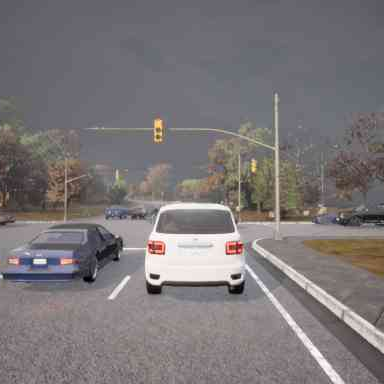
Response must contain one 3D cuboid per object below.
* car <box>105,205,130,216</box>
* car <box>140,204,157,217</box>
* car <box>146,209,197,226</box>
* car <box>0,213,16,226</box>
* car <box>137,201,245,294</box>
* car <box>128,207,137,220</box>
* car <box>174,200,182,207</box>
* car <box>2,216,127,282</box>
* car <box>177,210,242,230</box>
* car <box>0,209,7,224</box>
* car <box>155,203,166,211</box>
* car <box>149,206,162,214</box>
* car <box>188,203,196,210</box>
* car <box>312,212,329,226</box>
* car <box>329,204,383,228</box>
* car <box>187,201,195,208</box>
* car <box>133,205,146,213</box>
[{"bbox_3d":[-10.644,2.800,47.095,2.150,2.045,5.566,0,-2,-2],"label":"car"},{"bbox_3d":[-7.133,2.997,55.266,2.150,2.045,5.566,0,-1,0],"label":"car"},{"bbox_3d":[-1.935,2.484,32.633,4.902,1.511,2.128,0,-3,2],"label":"car"},{"bbox_3d":[-19.229,2.454,30.862,5.357,1.411,2.033,0,-3,10],"label":"car"},{"bbox_3d":[0.076,1.318,9.125,2.150,2.045,5.566,0,-1,0],"label":"car"},{"bbox_3d":[-7.122,3.135,45.738,1.895,1.301,4.718,0,-2,-1],"label":"car"},{"bbox_3d":[-3.661,3.077,87.387,1.882,1.535,5.008,0,0,-3],"label":"car"},{"bbox_3d":[-3.425,1.662,9.977,2.033,1.411,5.357,0,-1,0],"label":"car"},{"bbox_3d":[1.403,2.254,27.436,4.902,1.511,2.128,1,-3,-20],"label":"car"},{"bbox_3d":[-22.489,2.552,35.087,4.902,1.511,2.128,0,-2,11],"label":"car"},{"bbox_3d":[-7.058,3.367,75.885,2.033,1.411,5.357,0,0,0],"label":"car"},{"bbox_3d":[-7.090,3.469,65.187,1.895,1.301,4.718,0,0,0],"label":"car"},{"bbox_3d":[-0.060,3.318,77.591,1.837,1.490,4.892,0,0,0],"label":"car"},{"bbox_3d":[13.991,2.557,32.651,4.181,1.385,1.994,0,-3,-2],"label":"car"},{"bbox_3d":[15.535,2.062,29.218,5.566,2.045,2.150,0,-3,-2],"label":"car"},{"bbox_3d":[-0.185,3.271,87.743,1.837,1.490,4.892,0,0,-3],"label":"car"},{"bbox_3d":[-10.562,3.468,67.671,1.895,1.301,4.718,0,0,0],"label":"car"}]
